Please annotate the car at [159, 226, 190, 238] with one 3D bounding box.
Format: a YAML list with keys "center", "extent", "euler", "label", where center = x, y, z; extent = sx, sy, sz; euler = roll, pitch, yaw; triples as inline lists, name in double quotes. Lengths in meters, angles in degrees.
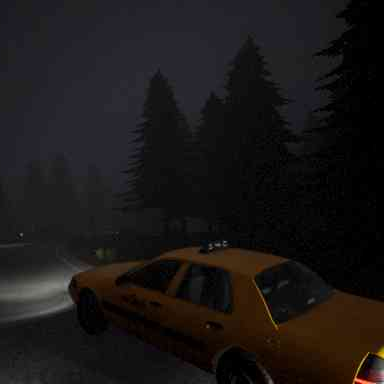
- center: [-2.320, 5.544, 46.285]
  extent: [1.882, 1.535, 5.008]
  euler: [-5, -8, 30]
  label: "car"

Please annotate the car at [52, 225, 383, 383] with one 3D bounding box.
- center: [0.116, 1.441, 4.758]
  extent: [5.366, 1.575, 1.801]
  euler: [0, 1, 43]
  label: "car"

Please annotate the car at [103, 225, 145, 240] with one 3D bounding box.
- center: [-7.444, 4.511, 36.980]
  extent: [2.033, 1.411, 5.357]
  euler: [-4, -8, 20]
  label: "car"

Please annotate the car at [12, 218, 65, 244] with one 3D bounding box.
- center: [-12.733, 3.232, 28.214]
  extent: [2.150, 2.045, 5.566]
  euler: [-4, -7, 6]
  label: "car"
